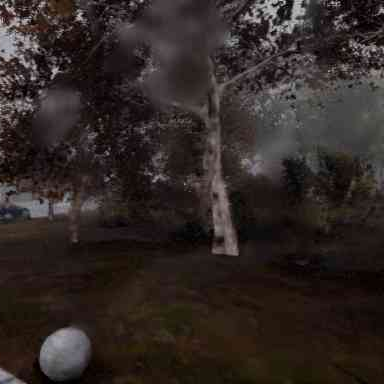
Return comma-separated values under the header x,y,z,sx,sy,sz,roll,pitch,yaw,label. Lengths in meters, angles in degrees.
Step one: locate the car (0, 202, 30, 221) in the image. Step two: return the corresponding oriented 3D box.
x,y,z,sx,sy,sz,roll,pitch,yaw,label
-16.739,1.628,29.794,2.097,1.767,4.553,-1,1,13,car
